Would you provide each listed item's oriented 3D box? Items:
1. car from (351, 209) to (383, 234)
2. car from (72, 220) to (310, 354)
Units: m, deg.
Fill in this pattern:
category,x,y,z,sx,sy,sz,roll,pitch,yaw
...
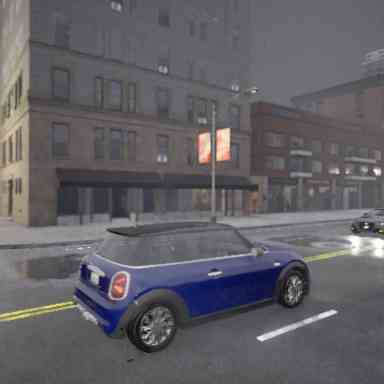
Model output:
category,x,y,z,sx,sy,sz,roll,pitch,yaw
car,10.453,1.606,18.044,4.181,1.385,1.994,0,0,-36
car,0.215,1.355,6.380,4.553,1.767,2.097,0,0,-36
